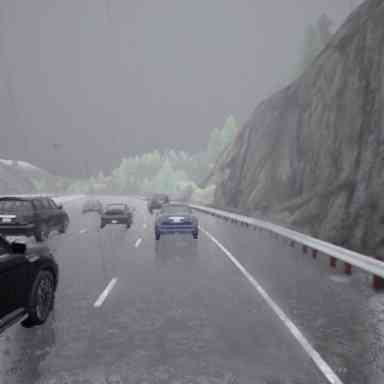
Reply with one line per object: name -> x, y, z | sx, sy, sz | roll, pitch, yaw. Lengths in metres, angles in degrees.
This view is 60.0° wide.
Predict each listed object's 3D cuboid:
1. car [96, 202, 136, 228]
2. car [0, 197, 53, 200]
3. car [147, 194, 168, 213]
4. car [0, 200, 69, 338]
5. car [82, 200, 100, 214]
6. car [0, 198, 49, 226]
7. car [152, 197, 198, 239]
car -> -4.910, 1.516, 22.198 | 1.837, 1.490, 4.892 | 0, 0, -7
car -> -7.763, 1.238, 16.207 | 2.150, 2.045, 5.566 | 0, 0, -5
car -> -3.751, 1.232, 37.159 | 2.150, 2.045, 5.566 | 0, 0, -11
car -> -3.526, 1.229, 3.887 | 2.150, 2.045, 5.566 | 0, 0, -1
car -> -10.540, 1.571, 35.538 | 2.033, 1.411, 5.357 | 0, 0, -11
car -> -12.269, 1.379, 24.453 | 2.097, 1.767, 4.553 | 0, 0, -8
car -> -0.902, 1.355, 17.648 | 2.097, 1.767, 4.553 | 0, 0, -5
